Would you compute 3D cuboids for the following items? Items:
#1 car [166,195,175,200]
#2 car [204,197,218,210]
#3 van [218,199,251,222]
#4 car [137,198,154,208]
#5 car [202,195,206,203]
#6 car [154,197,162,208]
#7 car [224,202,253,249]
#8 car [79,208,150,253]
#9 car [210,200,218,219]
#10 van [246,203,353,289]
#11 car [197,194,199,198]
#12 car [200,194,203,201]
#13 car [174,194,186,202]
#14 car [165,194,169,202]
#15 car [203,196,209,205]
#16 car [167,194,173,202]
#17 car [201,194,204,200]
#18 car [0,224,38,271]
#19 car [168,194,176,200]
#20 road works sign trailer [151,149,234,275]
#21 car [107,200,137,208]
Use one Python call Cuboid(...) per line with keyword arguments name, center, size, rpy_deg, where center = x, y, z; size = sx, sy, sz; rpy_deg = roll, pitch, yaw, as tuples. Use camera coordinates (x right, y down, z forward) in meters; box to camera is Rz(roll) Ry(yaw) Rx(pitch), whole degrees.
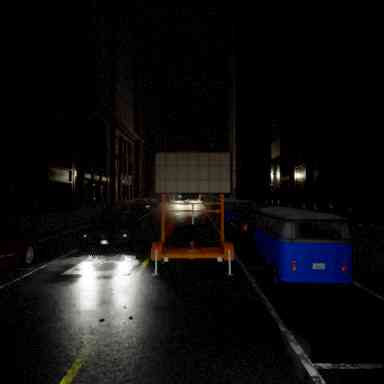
Cuboid(name="car", center=(-5.618, 1.484, 87.673), size=(1.947, 1.339, 4.313), rpy_deg=(1, 0, 0))
Cuboid(name="car", center=(2.774, 1.540, 37.036), size=(2.008, 1.369, 4.403), rpy_deg=(1, 0, 0))
Cuboid(name="van", center=(2.731, 1.339, 20.162), size=(1.690, 1.788, 3.998), rpy_deg=(1, 0, 0))
Cuboid(name="car", center=(-5.751, 1.540, 37.053), size=(2.008, 1.369, 4.403), rpy_deg=(1, 0, 0))
Cuboid(name="car", center=(2.804, 1.523, 48.285), size=(1.887, 1.381, 4.507), rpy_deg=(1, 0, 0))
Cuboid(name="car", center=(-5.722, 1.504, 48.132), size=(1.752, 1.417, 4.829), rpy_deg=(1, 0, 0))
Cuboid(name="car", center=(2.716, 1.440, 14.537), size=(1.967, 1.590, 4.097), rpy_deg=(1, 0, 0))
Cuboid(name="car", center=(-3.063, 1.564, 13.582), size=(1.994, 1.385, 4.181), rpy_deg=(0, 0, 0))
Cuboid(name="car", center=(2.744, 1.546, 25.787), size=(2.008, 1.369, 4.403), rpy_deg=(1, 0, 0))
Cuboid(name="van", center=(2.702, 1.342, 8.912), size=(1.690, 1.788, 3.998), rpy_deg=(1, 0, 0))
Cuboid(name="car", center=(2.893, 1.473, 82.034), size=(1.887, 1.381, 4.507), rpy_deg=(1, 0, 0))
Cuboid(name="car", center=(2.834, 1.510, 59.535), size=(1.887, 1.381, 4.507), rpy_deg=(1, 0, 0))
Cuboid(name="car", center=(-2.796, 1.501, 77.279), size=(1.994, 1.385, 4.181), rpy_deg=(0, 0, 0))
Cuboid(name="car", center=(-5.692, 1.547, 59.551), size=(1.802, 1.307, 4.206), rpy_deg=(1, 0, 0))
Cuboid(name="car", center=(2.789, 1.529, 42.661), size=(1.887, 1.381, 4.507), rpy_deg=(1, 0, 0))
Cuboid(name="car", center=(-5.661, 1.388, 70.800), size=(1.967, 1.590, 4.097), rpy_deg=(1, 0, 0))
Cuboid(name="car", center=(2.819, 1.517, 53.910), size=(1.887, 1.381, 4.507), rpy_deg=(1, 0, 0))
Cuboid(name="car", center=(-5.826, 1.545, 8.931), size=(1.887, 1.381, 4.507), rpy_deg=(1, 0, 0))
Cuboid(name="car", center=(-5.602, 1.348, 93.298), size=(1.967, 1.590, 4.097), rpy_deg=(1, 0, 0))
Cuboid(name="road works sign trailer", center=(0.028, 0.465, 10.379), size=(2.380, 3.560, 2.880), rpy_deg=(0, 0, 0))
Cuboid(name="car", center=(-5.781, 1.540, 25.805), size=(1.887, 1.381, 4.507), rpy_deg=(1, 0, 0))
